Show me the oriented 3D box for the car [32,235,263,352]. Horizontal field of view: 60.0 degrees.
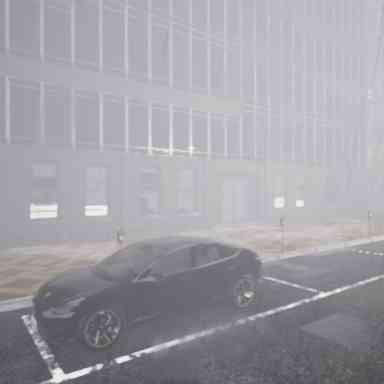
[{"bbox_3d":[-0.552,1.545,6.164,4.313,1.339,1.947,0,0,-36],"label":"car"}]
